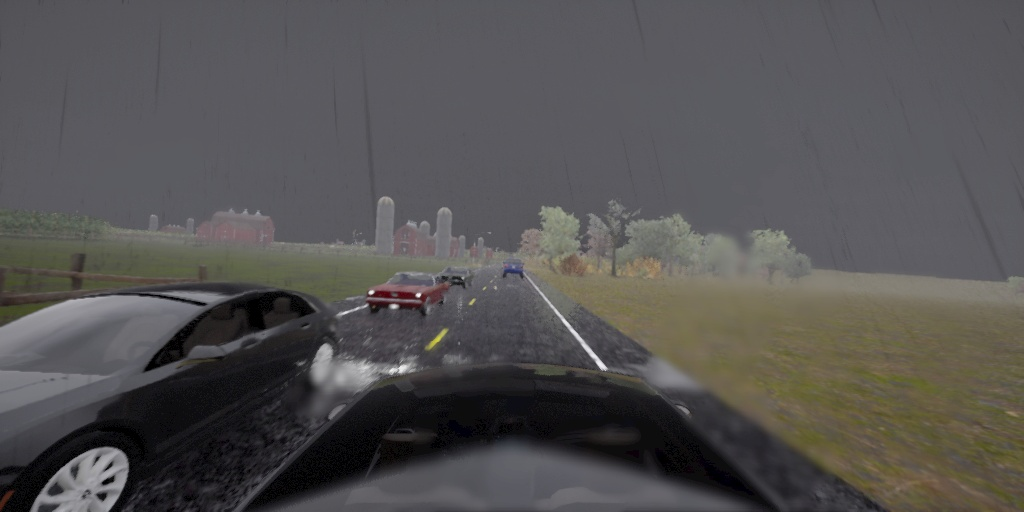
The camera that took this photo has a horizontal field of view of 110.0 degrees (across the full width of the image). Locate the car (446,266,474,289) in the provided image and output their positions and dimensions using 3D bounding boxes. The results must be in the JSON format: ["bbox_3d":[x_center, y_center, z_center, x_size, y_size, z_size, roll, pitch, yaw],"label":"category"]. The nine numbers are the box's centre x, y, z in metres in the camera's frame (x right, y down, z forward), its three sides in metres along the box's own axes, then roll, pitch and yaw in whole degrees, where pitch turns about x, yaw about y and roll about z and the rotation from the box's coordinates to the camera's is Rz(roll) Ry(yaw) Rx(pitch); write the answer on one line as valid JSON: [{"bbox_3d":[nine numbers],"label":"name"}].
[{"bbox_3d":[-3.552,1.325,22.910,1.895,1.301,4.718,3,0,0],"label":"car"}]

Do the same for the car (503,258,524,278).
[{"bbox_3d":[0.156,1.289,40.041,2.150,2.045,5.566,3,0,0],"label":"car"}]

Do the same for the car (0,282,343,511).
[{"bbox_3d":[-3.561,1.074,3.728,1.837,1.490,4.892,3,0,0],"label":"car"}]

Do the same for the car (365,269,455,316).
[{"bbox_3d":[-3.561,1.245,13.051,1.895,1.301,4.718,3,0,0],"label":"car"}]
